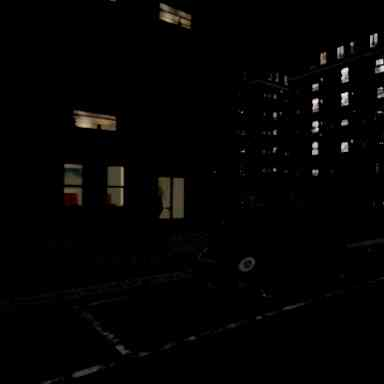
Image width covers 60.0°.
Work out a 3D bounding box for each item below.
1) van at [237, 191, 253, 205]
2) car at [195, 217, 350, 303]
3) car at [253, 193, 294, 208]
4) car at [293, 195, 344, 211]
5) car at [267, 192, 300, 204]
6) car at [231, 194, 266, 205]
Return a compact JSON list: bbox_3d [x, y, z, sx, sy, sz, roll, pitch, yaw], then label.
[{"bbox_3d":[6.260,0.724,42.555,1.690,1.788,3.998,2,0,-36],"label":"van"},{"bbox_3d":[2.033,1.435,8.159,4.097,1.590,1.967,0,1,-35],"label":"car"},{"bbox_3d":[9.598,1.035,37.956,1.887,1.381,4.507,2,0,-36],"label":"car"},{"bbox_3d":[12.878,1.141,33.318,1.887,1.381,4.507,2,0,-36],"label":"car"},{"bbox_3d":[12.996,0.886,47.535,1.967,1.590,4.097,2,0,-36],"label":"car"},{"bbox_3d":[7.615,0.991,45.231,1.895,1.301,4.718,1,1,-36],"label":"car"}]
